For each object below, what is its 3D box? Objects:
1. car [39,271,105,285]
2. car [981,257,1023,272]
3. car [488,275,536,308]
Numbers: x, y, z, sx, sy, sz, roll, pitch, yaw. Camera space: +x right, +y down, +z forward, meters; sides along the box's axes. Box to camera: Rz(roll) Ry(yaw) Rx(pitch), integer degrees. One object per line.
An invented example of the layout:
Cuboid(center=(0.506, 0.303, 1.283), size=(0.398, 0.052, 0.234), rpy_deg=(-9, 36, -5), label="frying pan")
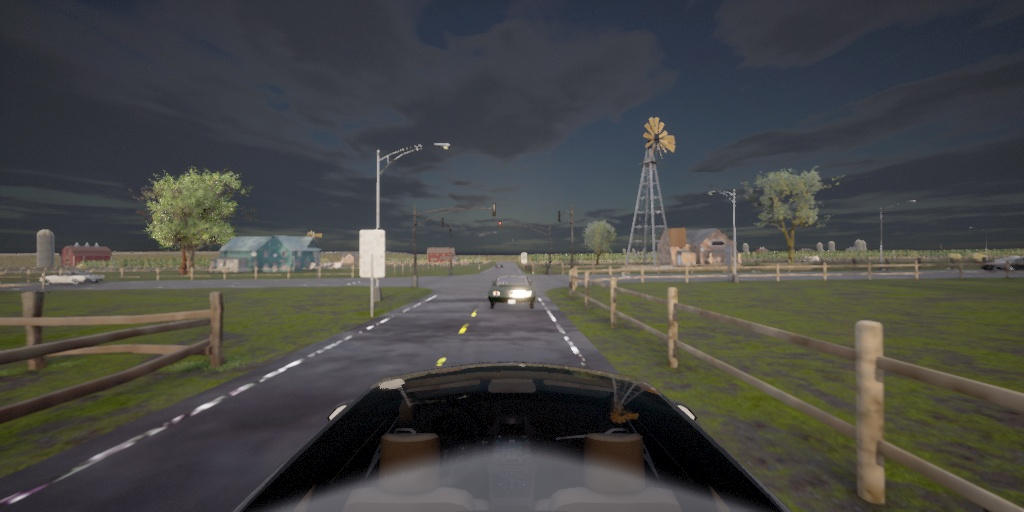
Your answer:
Cuboid(center=(-45.108, 2.249, 36.766), size=(4.718, 1.301, 1.895), rpy_deg=(-1, 1, 0), label="car")
Cuboid(center=(51.597, 0.862, 36.982), size=(4.892, 1.490, 1.837), rpy_deg=(0, 1, 0), label="car")
Cuboid(center=(0.011, 1.484, 15.942), size=(1.895, 1.301, 4.718), rpy_deg=(0, -1, 0), label="car")
